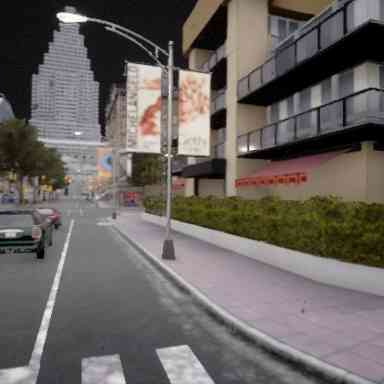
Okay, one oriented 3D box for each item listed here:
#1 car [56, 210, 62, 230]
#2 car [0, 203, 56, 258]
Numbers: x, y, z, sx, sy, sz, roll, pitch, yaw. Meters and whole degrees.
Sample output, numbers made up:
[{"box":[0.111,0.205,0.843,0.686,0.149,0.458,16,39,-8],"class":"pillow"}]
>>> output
[{"box":[-10.141,1.771,23.051,1.812,1.442,4.674,1,-1,-18],"class":"car"},{"box":[-6.800,1.484,13.227,2.097,1.767,4.553,1,-1,-19],"class":"car"}]
